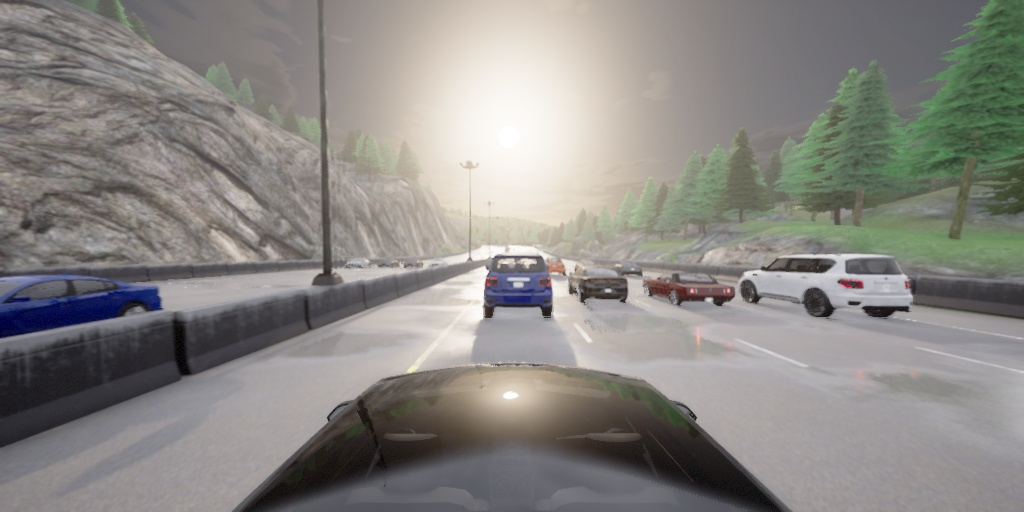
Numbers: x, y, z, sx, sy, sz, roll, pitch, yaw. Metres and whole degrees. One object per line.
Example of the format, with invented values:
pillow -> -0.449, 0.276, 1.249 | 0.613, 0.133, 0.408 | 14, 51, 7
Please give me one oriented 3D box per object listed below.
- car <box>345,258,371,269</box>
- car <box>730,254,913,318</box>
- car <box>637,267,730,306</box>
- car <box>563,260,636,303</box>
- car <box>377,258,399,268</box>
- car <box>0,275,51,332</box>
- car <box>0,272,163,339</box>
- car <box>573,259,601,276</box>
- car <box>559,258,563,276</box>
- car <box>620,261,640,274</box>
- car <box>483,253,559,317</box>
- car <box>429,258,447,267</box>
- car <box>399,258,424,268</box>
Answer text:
car -> -20.644, 0.949, 48.288 | 1.812, 1.442, 4.674 | 0, 0, 1
car -> 10.692, 0.941, 12.901 | 2.150, 2.045, 5.566 | 0, 1, 1
car -> 7.214, 1.295, 15.295 | 1.895, 1.301, 4.718 | 0, 0, 1
car -> 3.723, 1.156, 16.247 | 1.882, 1.535, 5.008 | 0, 1, 1
car -> -17.126, 0.990, 49.836 | 1.994, 1.385, 4.181 | 0, 0, 1
car -> -14.055, 1.237, 8.056 | 1.994, 1.385, 4.181 | 0, 0, 1
car -> -10.559, 1.162, 7.713 | 1.882, 1.535, 5.008 | 0, 0, 1
car -> 7.411, 1.103, 35.877 | 1.812, 1.442, 4.674 | 0, 0, 1
car -> 3.904, 0.924, 34.904 | 2.097, 1.767, 4.553 | 0, 0, 1
car -> 10.899, 1.160, 34.320 | 1.994, 1.385, 4.181 | 0, 0, 1
car -> 0.191, 0.907, 13.013 | 2.150, 2.045, 5.566 | 0, 0, 0
car -> -10.134, 0.973, 49.483 | 1.812, 1.442, 4.674 | 0, 0, 1
car -> -13.627, 1.000, 49.837 | 1.994, 1.385, 4.181 | 0, 0, 1
